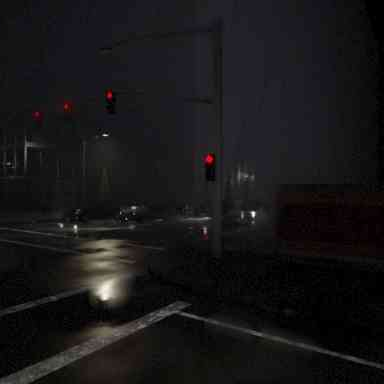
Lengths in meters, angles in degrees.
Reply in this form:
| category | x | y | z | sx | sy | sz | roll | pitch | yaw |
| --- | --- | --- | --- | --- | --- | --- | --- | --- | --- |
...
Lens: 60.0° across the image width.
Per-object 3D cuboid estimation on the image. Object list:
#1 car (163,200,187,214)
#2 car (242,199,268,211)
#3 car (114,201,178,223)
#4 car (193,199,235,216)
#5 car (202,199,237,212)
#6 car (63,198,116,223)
| category | x | y | z | sx | sy | sz | roll | pitch | yaw |
| --- | --- | --- | --- | --- | --- | --- | --- | --- | --- |
| car | -2.426 | 1.560 | 33.458 | 1.837 | 1.490 | 4.892 | 0 | 0 | 36 |
| car | 8.008 | 1.581 | 41.997 | 1.812 | 1.442 | 4.674 | 0 | 0 | 36 |
| car | -3.479 | 1.656 | 25.975 | 1.895 | 1.301 | 4.718 | 0 | 0 | 36 |
| car | 2.037 | 1.533 | 33.678 | 1.882 | 1.535 | 5.008 | 0 | 0 | 35 |
| car | 3.529 | 1.603 | 41.776 | 2.033 | 1.411 | 5.357 | 0 | 0 | 35 |
| car | -7.744 | 1.407 | 26.025 | 2.097 | 1.767 | 4.553 | 0 | 0 | 36 |
